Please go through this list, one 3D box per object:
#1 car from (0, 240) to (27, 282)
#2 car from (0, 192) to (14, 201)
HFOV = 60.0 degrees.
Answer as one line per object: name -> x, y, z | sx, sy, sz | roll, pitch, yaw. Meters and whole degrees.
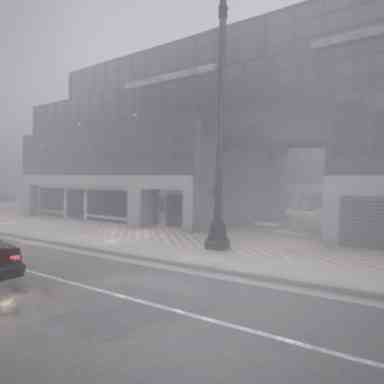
car -> -6.352, 1.503, 8.480 | 5.357, 1.411, 2.033 | 1, 1, 36
car -> -26.845, 0.611, 45.799 | 1.994, 1.385, 4.181 | 2, 1, 36
